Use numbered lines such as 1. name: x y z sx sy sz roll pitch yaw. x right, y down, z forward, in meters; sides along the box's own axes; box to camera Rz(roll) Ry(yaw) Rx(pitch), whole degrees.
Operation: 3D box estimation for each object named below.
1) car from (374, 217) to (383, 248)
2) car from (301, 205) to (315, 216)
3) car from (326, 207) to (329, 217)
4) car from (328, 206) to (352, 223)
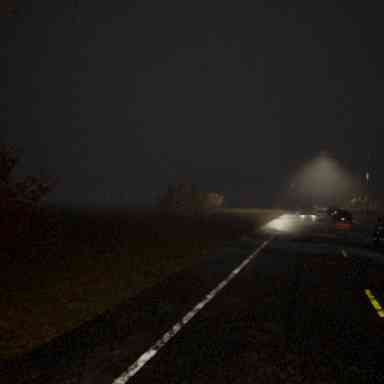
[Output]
1. car: 9.813 1.806 14.987 2.150 2.045 5.566 2 0 20
2. car: 17.836 2.730 51.094 1.882 1.535 5.008 2 0 20
3. car: 20.575 2.835 48.365 1.882 1.535 5.008 2 0 20
4. car: 16.420 2.572 36.568 1.837 1.490 4.892 2 0 20
